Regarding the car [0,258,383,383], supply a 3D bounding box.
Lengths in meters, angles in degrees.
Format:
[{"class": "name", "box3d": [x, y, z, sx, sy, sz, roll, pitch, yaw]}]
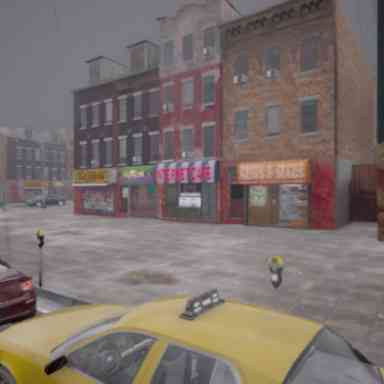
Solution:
[{"class": "car", "box3d": [-0.122, 1.532, 2.892, 4.829, 1.417, 1.752, 0, 0, 35]}]

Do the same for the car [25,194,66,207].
[{"class": "car", "box3d": [-18.035, 1.043, 41.109, 1.837, 1.490, 4.892, 0, 1, 35]}]

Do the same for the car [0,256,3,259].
[{"class": "car", "box3d": [-4.437, 1.613, 5.965, 4.206, 1.307, 1.802, 0, 0, 35]}]
